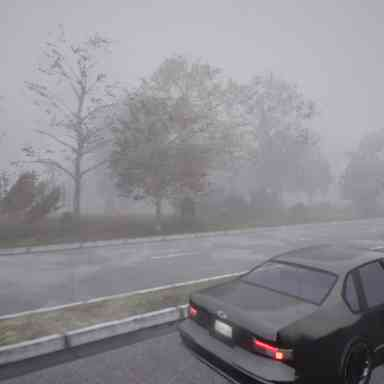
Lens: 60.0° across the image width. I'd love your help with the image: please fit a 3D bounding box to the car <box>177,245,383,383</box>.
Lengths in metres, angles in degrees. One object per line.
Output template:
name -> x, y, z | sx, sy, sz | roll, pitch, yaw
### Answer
car -> 2.386, 1.574, 5.144 | 5.357, 1.411, 2.033 | 0, 0, -36
